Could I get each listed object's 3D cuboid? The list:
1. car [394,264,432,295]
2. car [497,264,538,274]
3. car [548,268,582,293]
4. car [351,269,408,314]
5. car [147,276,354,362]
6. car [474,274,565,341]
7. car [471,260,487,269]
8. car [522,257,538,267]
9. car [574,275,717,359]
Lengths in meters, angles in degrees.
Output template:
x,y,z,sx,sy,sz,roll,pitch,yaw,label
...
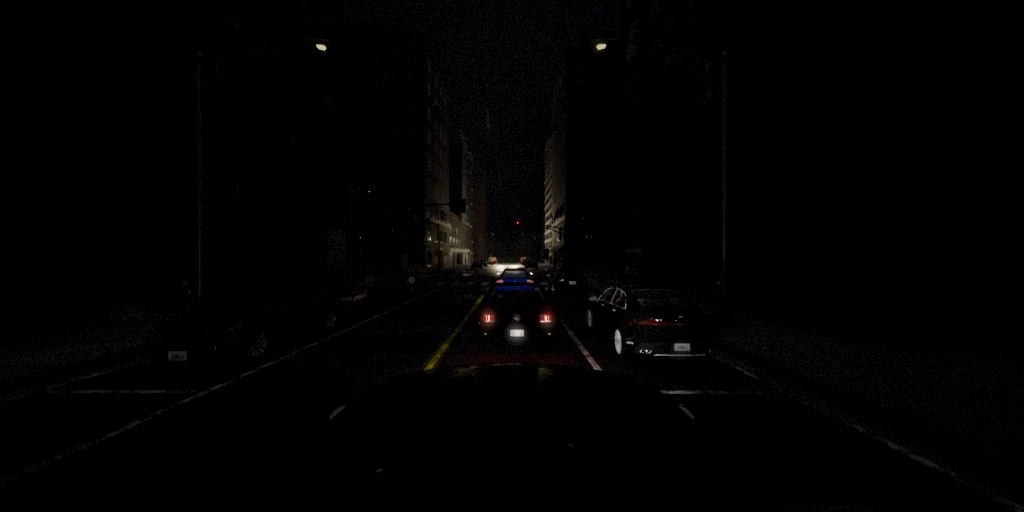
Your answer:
x,y,z,sx,sy,sz,roll,pitch,yaw,label
-5.612,1.190,19.246,1.967,1.591,4.097,0,0,0,car
0.151,1.314,18.600,1.994,1.385,4.181,0,0,1,car
2.913,1.316,19.218,1.948,1.339,4.313,0,0,0,car
-5.631,1.332,13.744,1.802,1.307,4.207,0,0,0,car
-5.648,1.315,8.243,1.948,1.339,4.313,0,0,0,car
0.121,1.351,9.840,1.895,1.301,4.718,0,0,0,car
-5.457,1.367,56.347,1.802,1.307,4.207,0,0,0,car
3.069,1.225,56.306,1.967,1.591,4.097,0,0,0,car
2.877,1.300,8.215,2.007,1.370,4.403,0,0,0,car
